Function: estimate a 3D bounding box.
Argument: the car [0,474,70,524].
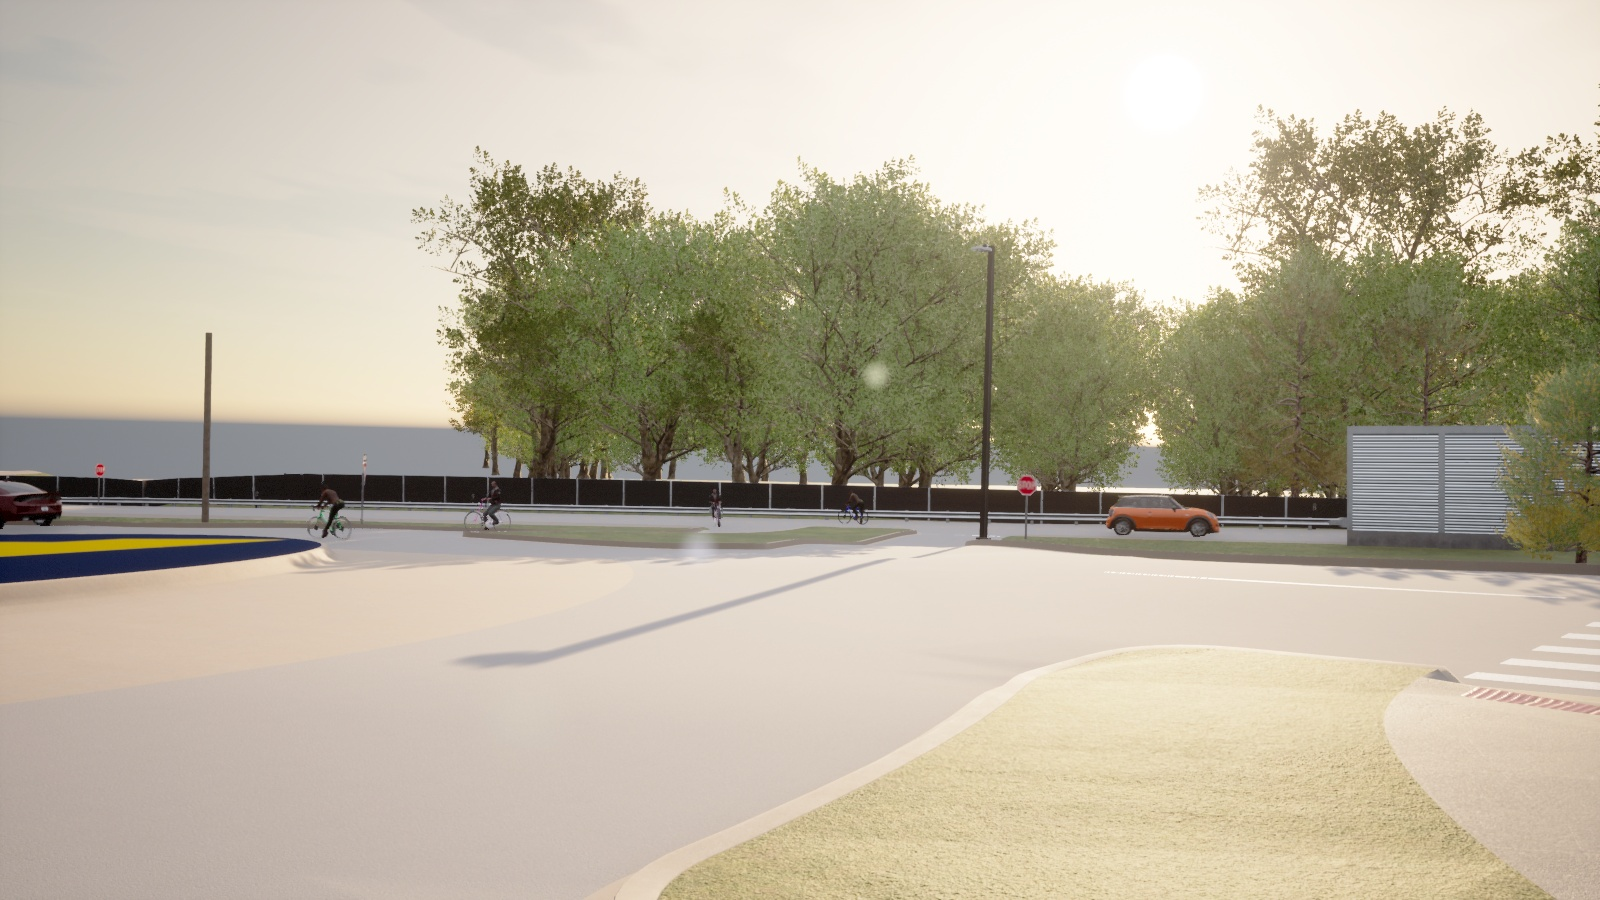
[{"bbox_3d":[-26.316,1.535,40.536,5.008,1.535,1.882,0,-1,18],"label":"car"}]

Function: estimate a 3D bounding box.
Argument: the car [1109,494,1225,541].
[{"bbox_3d":[15.243,2.798,52.438,4.553,1.767,2.097,1,0,14],"label":"car"}]

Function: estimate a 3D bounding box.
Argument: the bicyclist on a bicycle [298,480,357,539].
[{"bbox_3d":[-13.661,1.699,36.289,1.656,1.620,0.582,1,1,24],"label":"bicyclist on a bicycle"}]

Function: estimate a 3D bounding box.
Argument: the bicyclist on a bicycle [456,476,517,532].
[{"bbox_3d":[-10.467,1.824,42.018,0.659,1.776,1.843,0,-4,41],"label":"bicyclist on a bicycle"}]
